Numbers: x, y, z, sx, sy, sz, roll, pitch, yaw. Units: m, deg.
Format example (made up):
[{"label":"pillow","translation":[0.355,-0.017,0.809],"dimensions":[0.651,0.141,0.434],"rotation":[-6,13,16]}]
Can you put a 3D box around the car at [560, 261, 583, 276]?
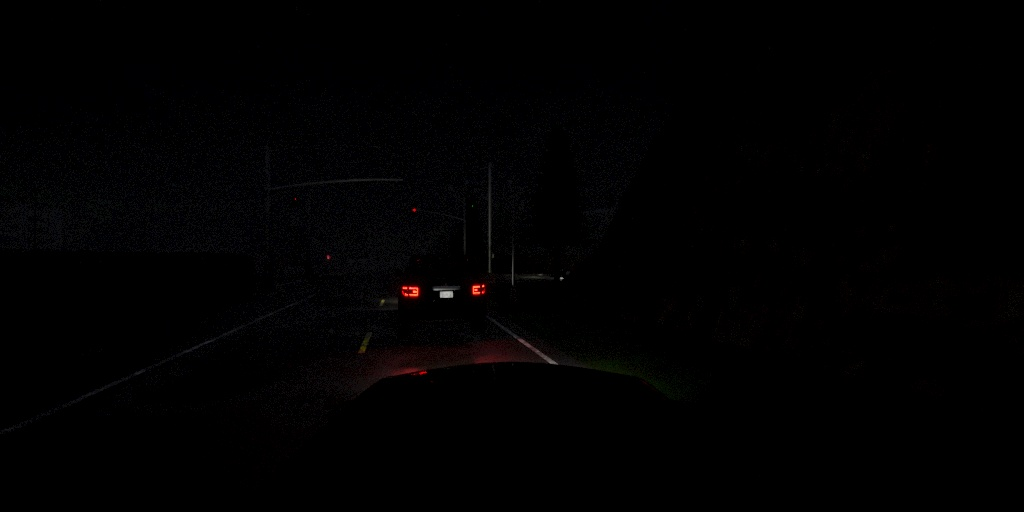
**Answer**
[{"label":"car","translation":[6.571,1.228,35.306],"dimensions":[5.008,1.535,1.882],"rotation":[0,0,-19]}]

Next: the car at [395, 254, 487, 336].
[{"label":"car","translation":[-2.256,0.971,10.740],"dimensions":[2.150,2.045,5.566],"rotation":[0,0,-17]}]
